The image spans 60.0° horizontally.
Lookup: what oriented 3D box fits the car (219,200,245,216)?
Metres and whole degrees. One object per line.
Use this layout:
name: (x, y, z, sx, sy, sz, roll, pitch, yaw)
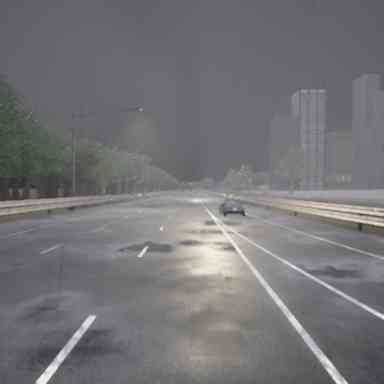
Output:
car: (3.566, 1.399, 30.057, 1.994, 1.385, 4.181, 0, 0, -1)
